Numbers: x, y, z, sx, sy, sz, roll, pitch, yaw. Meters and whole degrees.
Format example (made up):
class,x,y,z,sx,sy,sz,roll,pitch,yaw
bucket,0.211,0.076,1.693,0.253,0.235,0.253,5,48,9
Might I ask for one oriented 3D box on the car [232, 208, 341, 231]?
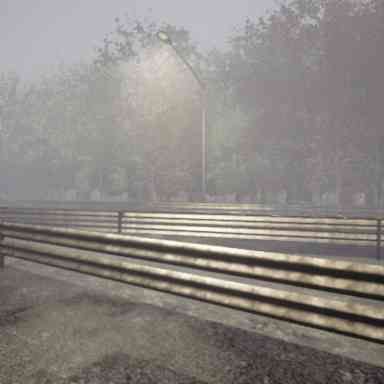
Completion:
class,x,y,z,sx,sy,sz,roll,pitch,yaw
car,4.837,1.569,17.357,5.357,1.411,2.033,0,0,20
